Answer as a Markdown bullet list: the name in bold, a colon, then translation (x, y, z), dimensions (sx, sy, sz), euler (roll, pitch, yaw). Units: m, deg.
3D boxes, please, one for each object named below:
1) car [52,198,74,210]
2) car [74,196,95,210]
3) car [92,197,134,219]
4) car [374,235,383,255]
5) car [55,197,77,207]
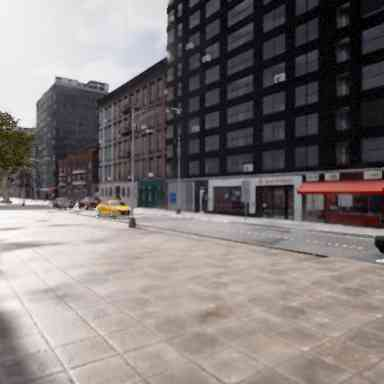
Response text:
- **car**: translation (-17.303, 1.576, 44.462), dimensions (2.128, 1.511, 4.902), euler (0, 0, -36)
- **car**: translation (-13.553, 1.412, 44.127), dimensions (2.097, 1.767, 4.553), euler (0, 0, -35)
- **car**: translation (-6.928, 1.498, 29.842), dimensions (1.882, 1.535, 5.008), euler (0, 0, -36)
- **car**: translation (7.870, 1.580, 9.208), dimensions (1.895, 1.301, 4.718), euler (0, 0, -36)
- **car**: translation (-20.273, 1.625, 53.472), dimensions (2.033, 1.411, 5.357), euler (0, 0, -35)
